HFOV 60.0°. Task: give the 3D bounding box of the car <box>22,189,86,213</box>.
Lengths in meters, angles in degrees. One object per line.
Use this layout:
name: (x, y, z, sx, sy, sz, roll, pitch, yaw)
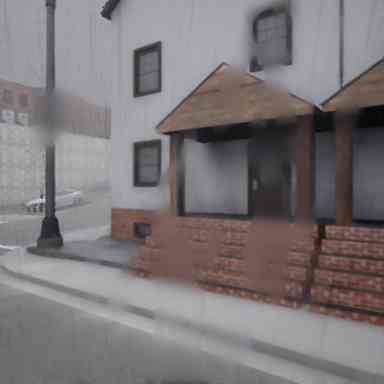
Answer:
car: (-10.264, 0.555, 24.988, 1.812, 1.442, 4.674, 0, 9, 35)
